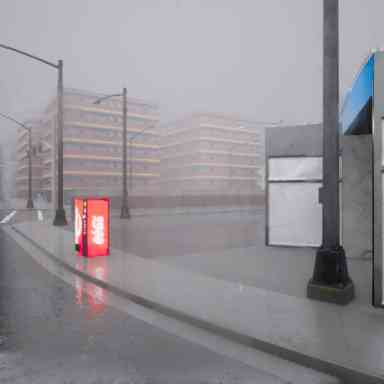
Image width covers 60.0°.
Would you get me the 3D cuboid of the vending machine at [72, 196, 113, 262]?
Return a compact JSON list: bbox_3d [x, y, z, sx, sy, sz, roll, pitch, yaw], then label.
[{"bbox_3d":[-3.388,1.195,11.293,1.100,2.100,0.880,0,0,-36],"label":"vending machine"}]
